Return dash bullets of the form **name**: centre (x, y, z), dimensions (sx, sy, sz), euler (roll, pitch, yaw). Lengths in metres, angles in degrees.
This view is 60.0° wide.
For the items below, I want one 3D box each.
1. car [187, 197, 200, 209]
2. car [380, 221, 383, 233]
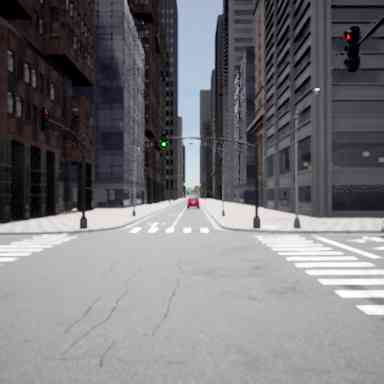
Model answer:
- **car**: centre (0.246, 1.960, 59.502), dimensions (2.150, 2.045, 5.566), euler (0, -1, 0)
- **car**: centre (12.203, 1.599, 16.754), dimensions (4.902, 1.511, 2.128), euler (0, -1, 2)
